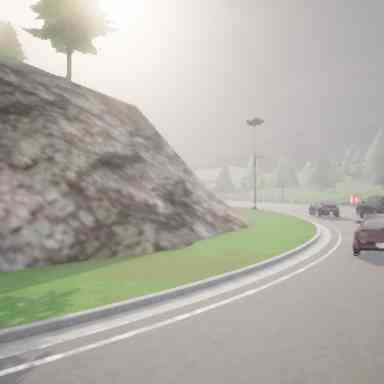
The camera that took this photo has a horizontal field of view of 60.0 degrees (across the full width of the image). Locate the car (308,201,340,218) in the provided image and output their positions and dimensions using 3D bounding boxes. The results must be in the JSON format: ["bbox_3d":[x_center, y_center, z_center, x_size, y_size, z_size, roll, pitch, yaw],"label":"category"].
[{"bbox_3d":[12.504,1.633,31.735,1.837,1.490,4.892,0,0,5],"label":"car"}]

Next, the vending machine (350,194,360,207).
[{"bbox_3d":[26.088,1.370,53.341,1.100,2.100,0.880,0,0,-9],"label":"vending machine"}]

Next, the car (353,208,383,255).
[{"bbox_3d":[7.322,1.562,12.725,1.812,1.442,4.674,0,0,32],"label":"car"}]

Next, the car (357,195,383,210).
[{"bbox_3d":[15.666,1.298,27.621,2.150,2.045,5.566,0,0,7],"label":"car"}]
